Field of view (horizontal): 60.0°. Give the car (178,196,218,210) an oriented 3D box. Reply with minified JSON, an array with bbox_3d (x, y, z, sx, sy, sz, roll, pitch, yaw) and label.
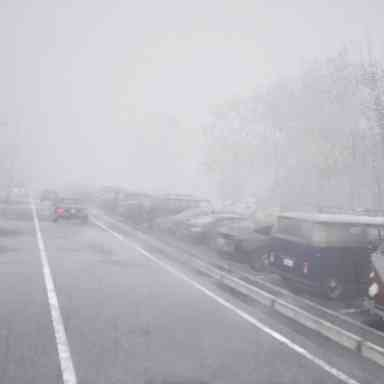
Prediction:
[{"bbox_3d":[0.777,1.457,45.396,4.892,1.521,2.231,5,0,-26],"label":"car"}]

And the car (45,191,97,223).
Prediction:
[{"bbox_3d":[-7.266,0.956,19.556,2.033,1.411,5.357,5,0,-26],"label":"car"}]

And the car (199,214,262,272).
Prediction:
[{"bbox_3d":[2.983,1.783,11.634,4.792,1.488,2.163,5,0,-26],"label":"car"}]

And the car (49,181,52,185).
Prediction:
[{"bbox_3d":[-29.357,-1.361,76.882,5.566,2.045,2.435,5,0,-26],"label":"car"}]

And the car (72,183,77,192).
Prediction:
[{"bbox_3d":[-10.740,0.290,39.218,5.566,2.045,2.435,5,0,-26],"label":"car"}]

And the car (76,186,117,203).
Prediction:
[{"bbox_3d":[-11.997,0.303,41.726,4.553,1.767,2.185,5,0,-26],"label":"car"}]

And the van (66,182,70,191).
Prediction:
[{"bbox_3d":[-15.798,-0.139,49.216,4.442,1.987,1.878,5,0,-26],"label":"van"}]

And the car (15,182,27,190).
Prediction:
[{"bbox_3d":[-32.617,-1.245,63.420,1.994,1.385,4.181,5,0,-26],"label":"car"}]

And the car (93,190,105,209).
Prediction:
[{"bbox_3d":[-5.763,0.992,29.191,4.892,1.521,2.231,5,0,-26],"label":"car"}]

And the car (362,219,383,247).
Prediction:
[{"bbox_3d":[13.119,2.585,20.557,4.792,1.488,2.163,5,0,-26],"label":"car"}]

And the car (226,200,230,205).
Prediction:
[{"bbox_3d":[5.674,1.927,35.441,4.792,1.488,2.163,5,0,-26],"label":"car"}]

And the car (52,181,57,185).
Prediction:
[{"bbox_3d":[-26.941,-0.877,71.839,4.792,1.488,2.163,5,0,-26],"label":"car"}]

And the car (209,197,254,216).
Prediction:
[{"bbox_3d":[4.507,1.665,37.953,4.553,1.767,2.185,5,0,-26],"label":"car"}]

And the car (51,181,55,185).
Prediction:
[{"bbox_3d":[-28.159,-1.008,74.354,4.892,1.521,2.231,5,0,-26],"label":"car"}]

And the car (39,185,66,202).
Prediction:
[{"bbox_3d":[-14.861,0.312,34.950,1.994,1.385,4.181,5,0,-26],"label":"car"}]

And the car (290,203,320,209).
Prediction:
[{"bbox_3d":[10.676,2.095,25.526,5.566,2.045,2.435,5,0,-26],"label":"car"}]

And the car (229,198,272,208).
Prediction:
[{"bbox_3d":[6.980,1.762,32.981,5.566,2.045,2.435,5,0,-26],"label":"car"}]

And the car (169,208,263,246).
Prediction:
[{"bbox_3d":[1.706,1.690,14.133,4.674,1.452,2.002,5,0,-26],"label":"car"}]

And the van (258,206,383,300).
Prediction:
[{"bbox_3d":[4.327,1.630,9.164,4.442,1.987,1.878,5,0,-26],"label":"van"}]

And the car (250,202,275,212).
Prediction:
[{"bbox_3d":[8.332,2.132,30.567,5.366,1.575,1.946,5,0,-26],"label":"car"}]

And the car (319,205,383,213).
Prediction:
[{"bbox_3d":[11.858,2.197,23.015,5.566,2.045,2.435,5,0,-26],"label":"car"}]

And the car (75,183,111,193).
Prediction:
[{"bbox_3d":[-9.495,0.402,36.708,5.566,2.045,2.435,5,0,-26],"label":"car"}]

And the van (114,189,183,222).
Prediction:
[{"bbox_3d":[-3.146,0.998,24.226,4.442,1.987,1.878,5,0,-26],"label":"van"}]

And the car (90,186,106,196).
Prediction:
[{"bbox_3d":[-6.963,0.756,31.716,4.553,1.767,2.185,5,0,-26],"label":"car"}]

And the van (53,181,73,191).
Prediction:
[{"bbox_3d":[-31.771,-1.535,81.941,4.442,1.987,1.878,5,0,-26],"label":"van"}]

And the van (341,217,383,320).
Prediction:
[{"bbox_3d":[5.364,1.709,6.552,4.442,1.987,1.878,5,0,-26],"label":"van"}]

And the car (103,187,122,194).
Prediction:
[{"bbox_3d":[-21.506,-0.457,90.299,4.674,1.452,2.002,5,0,-26],"label":"car"}]

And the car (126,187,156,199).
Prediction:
[{"bbox_3d":[-10.430,0.194,67.959,5.566,2.045,2.435,5,0,-26],"label":"car"}]

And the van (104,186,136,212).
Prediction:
[{"bbox_3d":[-4.390,0.886,26.735,4.442,1.987,1.878,5,0,-26],"label":"van"}]

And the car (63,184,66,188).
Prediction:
[{"bbox_3d":[-16.962,-0.018,51.776,5.008,1.535,2.097,5,0,-26],"label":"car"}]

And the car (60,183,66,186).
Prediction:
[{"bbox_3d":[-19.474,-0.215,56.784,4.792,1.488,2.163,5,0,-26],"label":"car"}]

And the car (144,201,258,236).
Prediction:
[{"bbox_3d":[0.473,1.546,16.647,4.892,1.521,2.231,5,0,-26],"label":"car"}]

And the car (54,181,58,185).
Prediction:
[{"bbox_3d":[-24.427,-0.689,66.830,5.008,1.535,2.097,5,0,-26],"label":"car"}]

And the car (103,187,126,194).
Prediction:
[{"bbox_3d":[-20.429,-0.411,87.724,5.366,1.575,1.946,5,0,-26],"label":"car"}]

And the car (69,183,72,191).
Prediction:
[{"bbox_3d":[-14.430,0.083,46.773,4.553,1.767,2.185,5,0,-26],"label":"car"}]

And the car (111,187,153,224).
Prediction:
[{"bbox_3d":[-2.028,1.075,21.651,5.566,2.045,2.435,5,0,-26],"label":"car"}]

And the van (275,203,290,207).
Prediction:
[{"bbox_3d":[9.520,2.016,28.051,4.442,1.987,1.878,5,0,-26],"label":"van"}]

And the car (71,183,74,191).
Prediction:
[{"bbox_3d":[-13.242,0.191,44.236,4.553,1.767,2.185,5,0,-26],"label":"car"}]

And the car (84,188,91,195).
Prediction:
[{"bbox_3d":[-8.252,0.807,34.211,4.674,1.452,2.002,5,0,-26],"label":"car"}]

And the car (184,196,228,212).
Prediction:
[{"bbox_3d":[1.840,1.550,42.825,5.366,1.575,1.946,5,0,-26],"label":"car"}]

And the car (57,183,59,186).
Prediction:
[{"bbox_3d":[-21.911,-0.435,61.829,4.792,1.488,2.163,5,0,-26],"label":"car"}]

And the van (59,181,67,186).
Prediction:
[{"bbox_3d":[-20.776,-0.587,59.254,4.442,1.987,1.878,5,0,-26],"label":"van"}]

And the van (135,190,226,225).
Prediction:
[{"bbox_3d":[-0.658,1.222,19.209,4.442,1.987,1.878,5,0,-26],"label":"van"}]

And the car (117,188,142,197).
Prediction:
[{"bbox_3d":[-14.084,0.123,75.338,5.008,1.535,2.097,5,0,-26],"label":"car"}]

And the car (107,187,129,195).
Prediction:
[{"bbox_3d":[-19.032,-0.293,85.310,5.008,1.535,2.097,5,0,-26],"label":"car"}]

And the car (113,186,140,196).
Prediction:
[{"bbox_3d":[-15.322,-0.236,77.822,5.566,2.045,2.435,5,0,-26],"label":"car"}]

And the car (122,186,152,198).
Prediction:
[{"bbox_3d":[-11.612,0.088,70.341,5.566,2.045,2.435,5,0,-26],"label":"car"}]

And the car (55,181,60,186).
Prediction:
[{"bbox_3d":[-23.014,-0.568,64.408,5.366,1.575,1.946,5,0,-26],"label":"car"}]
